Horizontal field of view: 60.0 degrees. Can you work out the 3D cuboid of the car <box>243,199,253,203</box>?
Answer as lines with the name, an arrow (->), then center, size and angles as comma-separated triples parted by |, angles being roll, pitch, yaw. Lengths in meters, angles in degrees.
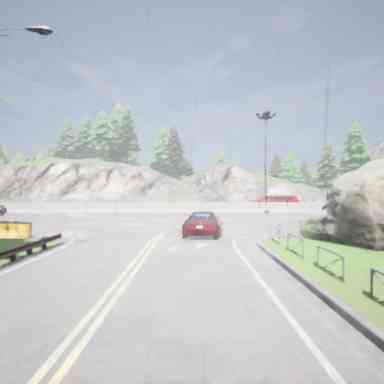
car -> 10.733, 1.450, 48.365 | 5.566, 2.045, 2.150 | 0, 0, 0

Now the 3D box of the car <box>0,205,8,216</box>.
car -> -21.313, 1.574, 33.869 | 4.553, 1.767, 2.097 | 0, 0, -1

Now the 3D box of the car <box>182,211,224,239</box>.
car -> 0.694, 1.761, 18.797 | 1.994, 1.385, 4.181 | 0, -1, 9

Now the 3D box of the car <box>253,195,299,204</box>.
car -> 11.622, 1.452, 44.875 | 5.566, 2.045, 2.150 | 0, 0, -1

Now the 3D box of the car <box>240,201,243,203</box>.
car -> 10.229, 1.838, 55.351 | 4.718, 1.301, 1.895 | 0, 0, 0
